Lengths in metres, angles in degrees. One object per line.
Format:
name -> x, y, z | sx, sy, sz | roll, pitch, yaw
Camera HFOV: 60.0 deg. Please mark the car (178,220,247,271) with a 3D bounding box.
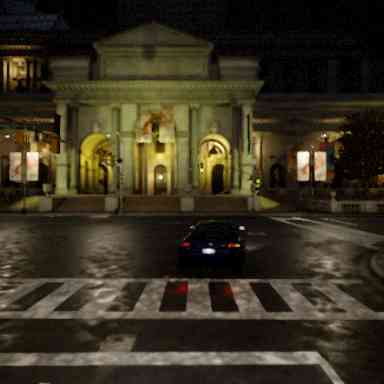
car -> 0.826, 1.652, 11.338 | 1.994, 1.385, 4.181 | 0, 0, 10
